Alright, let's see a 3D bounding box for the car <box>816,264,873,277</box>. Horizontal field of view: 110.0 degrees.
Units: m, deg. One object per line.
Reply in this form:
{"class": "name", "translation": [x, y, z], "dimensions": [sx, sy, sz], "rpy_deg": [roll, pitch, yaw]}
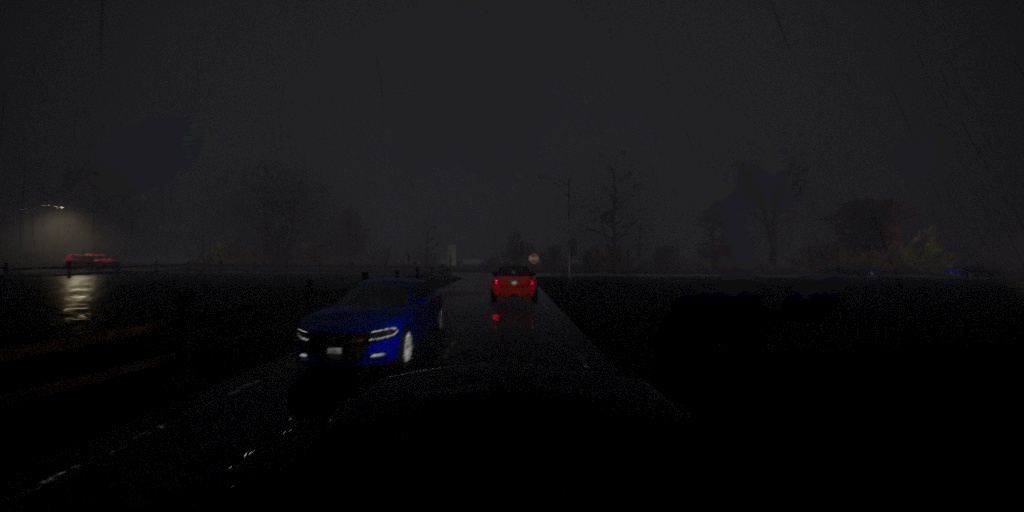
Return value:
{"class": "car", "translation": [39.173, 1.841, 42.515], "dimensions": [4.718, 1.301, 1.895], "rpy_deg": [0, 0, 0]}

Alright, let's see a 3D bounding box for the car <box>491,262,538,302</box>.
{"class": "car", "translation": [0.098, 1.179, 17.622], "dimensions": [2.097, 1.767, 4.553], "rpy_deg": [0, 0, 0]}

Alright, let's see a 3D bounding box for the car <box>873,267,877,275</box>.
{"class": "car", "translation": [43.032, 1.741, 45.287], "dimensions": [5.008, 1.535, 1.882], "rpy_deg": [0, 0, 1]}

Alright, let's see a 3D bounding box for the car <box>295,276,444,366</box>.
{"class": "car", "translation": [-2.850, 1.260, 8.256], "dimensions": [1.882, 1.535, 5.008], "rpy_deg": [0, 0, 0]}
